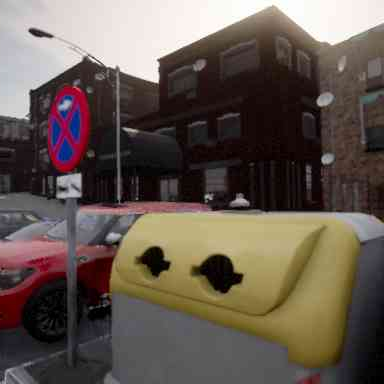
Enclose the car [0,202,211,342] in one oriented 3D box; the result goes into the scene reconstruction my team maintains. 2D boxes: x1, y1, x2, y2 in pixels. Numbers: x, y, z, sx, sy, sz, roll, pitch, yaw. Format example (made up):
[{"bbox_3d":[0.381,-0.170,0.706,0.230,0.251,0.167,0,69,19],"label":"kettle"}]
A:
[{"bbox_3d":[-1.605,1.270,7.069,2.435,2.045,5.566,1,0,43],"label":"car"}]
